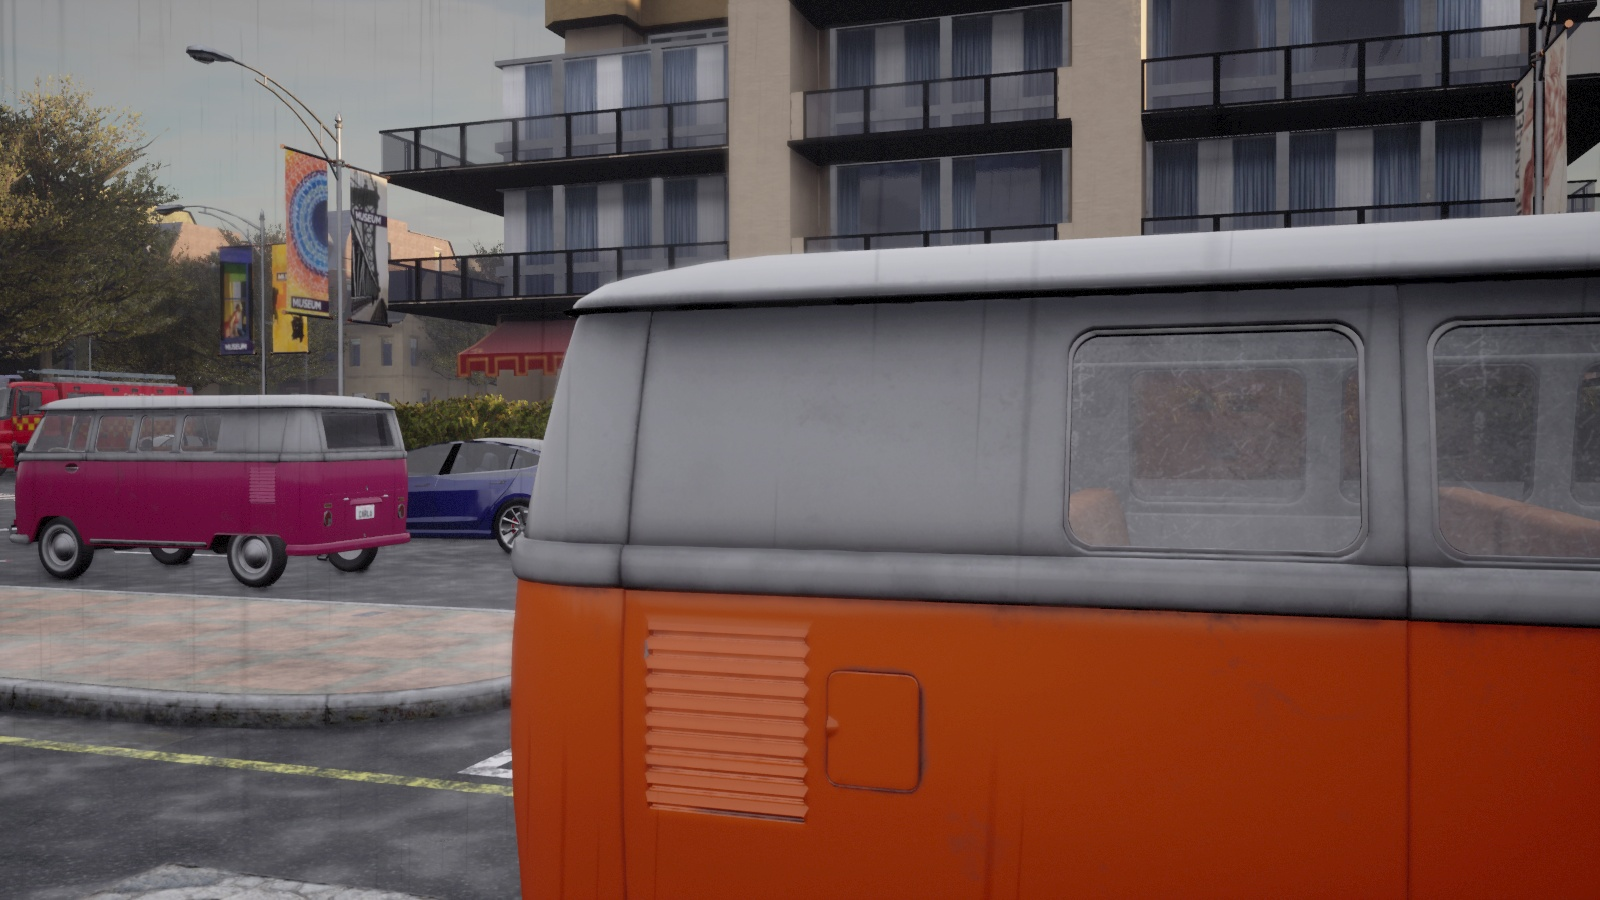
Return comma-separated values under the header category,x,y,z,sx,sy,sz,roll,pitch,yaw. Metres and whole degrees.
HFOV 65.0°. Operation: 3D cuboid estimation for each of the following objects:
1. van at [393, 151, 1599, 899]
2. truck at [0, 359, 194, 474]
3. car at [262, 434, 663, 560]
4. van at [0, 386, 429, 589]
category,x,y,z,sx,sy,sz,roll,pitch,yaw
van,1.570,0.543,2.661,4.442,1.987,1.775,1,1,19
truck,-26.770,-1.180,46.298,2.891,3.827,8.468,1,1,18
car,-4.484,0.540,16.834,4.792,1.488,2.163,1,1,19
van,-6.511,0.334,13.820,4.442,1.987,1.775,1,1,19
